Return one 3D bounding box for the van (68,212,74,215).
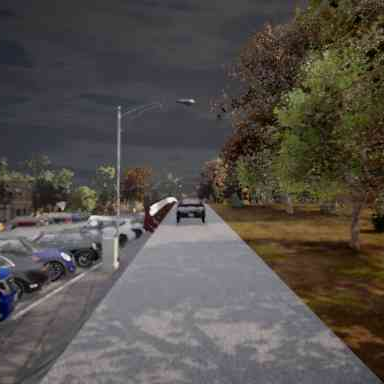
[{"bbox_3d":[-24.548,4.873,61.296,4.442,1.987,1.878,0,-3,-21],"label":"van"}]

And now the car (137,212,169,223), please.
[{"bbox_3d":[-7.544,4.957,64.257,5.566,2.045,2.435,2,-3,-21],"label":"car"}]

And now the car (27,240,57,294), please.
[{"bbox_3d":[-6.827,2.465,9.938,4.892,1.521,2.231,2,-3,-21],"label":"car"}]

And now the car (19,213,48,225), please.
[{"bbox_3d":[-24.317,4.378,49.506,4.553,1.767,2.185,0,-3,-21],"label":"car"}]

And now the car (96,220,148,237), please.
[{"bbox_3d":[-7.156,3.687,34.091,4.892,1.521,2.231,2,-3,-21],"label":"car"}]

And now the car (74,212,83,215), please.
[{"bbox_3d":[-24.455,4.997,64.313,5.566,2.045,2.435,0,-3,-21],"label":"car"}]

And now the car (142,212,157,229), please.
[{"bbox_3d":[-7.210,3.587,37.107,5.566,2.045,2.435,2,-3,-21],"label":"car"}]

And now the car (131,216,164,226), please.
[{"bbox_3d":[-7.404,4.755,55.208,4.892,1.521,2.231,2,-3,-21],"label":"car"}]

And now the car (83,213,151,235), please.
[{"bbox_3d":[-7.071,3.282,31.088,5.566,2.045,2.435,2,-3,-21],"label":"car"}]

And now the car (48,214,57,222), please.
[{"bbox_3d":[-24.323,4.654,52.471,4.892,1.521,2.231,0,-3,-21],"label":"car"}]

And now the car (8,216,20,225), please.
[{"bbox_3d":[-24.149,4.085,40.660,4.792,1.488,2.163,0,-3,-21],"label":"car"}]

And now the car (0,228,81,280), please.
[{"bbox_3d":[-6.900,2.490,12.954,4.553,1.767,2.185,2,-3,-21],"label":"car"}]

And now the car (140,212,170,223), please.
[{"bbox_3d":[-7.542,5.111,67.314,5.566,2.045,2.435,2,-3,-21],"label":"car"}]

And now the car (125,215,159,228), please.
[{"bbox_3d":[-7.362,4.323,49.173,4.553,1.767,2.185,2,-3,-21],"label":"car"}]

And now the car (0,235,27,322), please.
[{"bbox_3d":[-6.771,2.061,6.951,5.566,2.045,2.435,2,-3,-21],"label":"car"}]

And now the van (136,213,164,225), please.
[{"bbox_3d":[-7.340,4.683,58.284,4.442,1.987,1.878,2,-3,-21],"label":"van"}]

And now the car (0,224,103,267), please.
[{"bbox_3d":[-6.878,2.644,15.989,4.553,1.767,2.185,2,-3,-21],"label":"car"}]

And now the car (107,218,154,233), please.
[{"bbox_3d":[-7.392,3.982,40.051,5.366,1.575,1.946,2,-3,-21],"label":"car"}]

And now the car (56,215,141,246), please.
[{"bbox_3d":[-7.049,2.975,25.028,5.566,2.045,2.435,2,-3,-21],"label":"car"}]

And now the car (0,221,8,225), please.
[{"bbox_3d":[-24.304,3.901,37.617,5.366,1.575,1.946,0,-3,-21],"label":"car"}]

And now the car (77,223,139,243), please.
[{"bbox_3d":[-7.094,3.409,28.034,4.792,1.488,2.163,2,-3,-21],"label":"car"}]

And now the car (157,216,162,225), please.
[{"bbox_3d":[-7.228,3.893,43.162,5.566,2.045,2.435,2,-3,-21],"label":"car"}]

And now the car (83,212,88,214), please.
[{"bbox_3d":[-24.492,5.146,67.268,5.566,2.045,2.435,0,-3,-21],"label":"car"}]

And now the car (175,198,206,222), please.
[{"bbox_3d":[-0.088,1.119,22.480,2.128,1.511,4.902,0,1,-1],"label":"car"}]

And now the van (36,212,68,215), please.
[{"bbox_3d":[-24.511,4.724,58.341,4.442,1.987,1.878,0,-3,-21],"label":"van"}]

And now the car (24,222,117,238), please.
[{"bbox_3d":[-6.923,2.797,19.012,4.553,1.767,2.185,2,-3,-21],"label":"car"}]
